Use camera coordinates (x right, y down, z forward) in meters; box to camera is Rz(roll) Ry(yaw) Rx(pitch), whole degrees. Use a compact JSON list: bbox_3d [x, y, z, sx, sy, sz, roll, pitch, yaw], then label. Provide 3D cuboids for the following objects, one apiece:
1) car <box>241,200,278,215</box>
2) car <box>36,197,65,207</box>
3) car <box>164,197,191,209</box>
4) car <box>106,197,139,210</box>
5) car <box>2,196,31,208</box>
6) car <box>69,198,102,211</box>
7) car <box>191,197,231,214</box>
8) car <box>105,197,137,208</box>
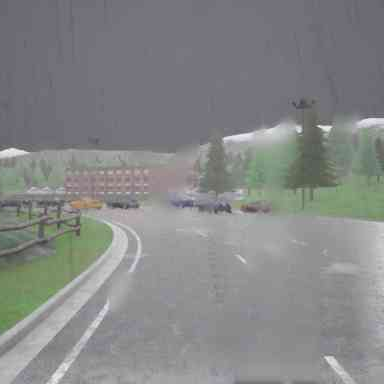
[{"bbox_3d":[6.888,1.562,34.477,1.994,1.385,4.181,0,0,-29],"label":"car"},{"bbox_3d":[-21.360,1.526,50.283,4.674,1.442,1.812,0,0,24],"label":"car"},{"bbox_3d":[-1.782,1.477,45.638,1.882,1.535,5.008,0,0,-43],"label":"car"},{"bbox_3d":[-8.753,1.491,42.388,4.902,1.511,2.128,0,0,42],"label":"car"},{"bbox_3d":[-25.603,1.352,48.256,4.553,1.767,2.097,0,0,20],"label":"car"},{"bbox_3d":[-13.405,1.477,41.726,5.008,1.535,1.882,0,0,37],"label":"car"},{"bbox_3d":[2.170,1.351,35.328,2.097,1.767,4.553,0,0,-30],"label":"car"},{"bbox_3d":[-10.364,1.505,48.273,4.892,1.490,1.837,0,0,37],"label":"car"}]
